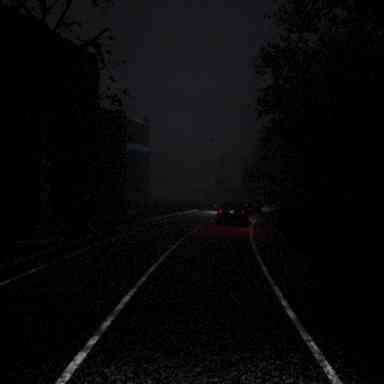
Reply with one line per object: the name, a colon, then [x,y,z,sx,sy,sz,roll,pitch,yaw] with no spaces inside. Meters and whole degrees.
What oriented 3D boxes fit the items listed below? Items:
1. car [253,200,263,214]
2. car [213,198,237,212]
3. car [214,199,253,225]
car: [7.160,1.651,39.129,2.128,1.511,4.902,2,1,18]
car: [4.121,1.577,40.919,1.812,1.442,4.674,2,1,19]
car: [3.184,1.410,24.946,2.097,1.767,4.553,1,0,12]
